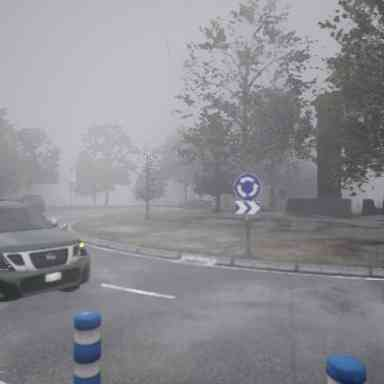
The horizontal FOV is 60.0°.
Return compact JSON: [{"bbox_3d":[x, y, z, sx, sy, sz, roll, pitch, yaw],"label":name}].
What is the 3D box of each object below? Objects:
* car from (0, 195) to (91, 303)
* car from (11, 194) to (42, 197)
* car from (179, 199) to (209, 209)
[{"bbox_3d":[-4.770,1.215,7.959,5.566,2.045,2.150,1,0,38],"label":"car"},{"bbox_3d":[-13.896,1.193,26.742,2.150,2.045,5.566,0,0,3],"label":"car"},{"bbox_3d":[0.308,1.629,46.735,4.181,1.385,1.994,0,0,-21],"label":"car"}]
